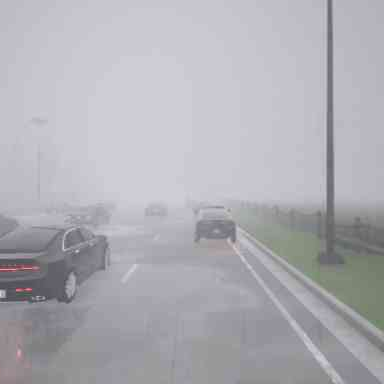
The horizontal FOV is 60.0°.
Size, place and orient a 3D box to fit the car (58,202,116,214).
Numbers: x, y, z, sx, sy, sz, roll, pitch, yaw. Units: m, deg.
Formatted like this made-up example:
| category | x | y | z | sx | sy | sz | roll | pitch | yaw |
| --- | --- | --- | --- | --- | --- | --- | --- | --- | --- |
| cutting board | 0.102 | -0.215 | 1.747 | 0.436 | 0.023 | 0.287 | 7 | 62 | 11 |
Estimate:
| category | x | y | z | sx | sy | sz | roll | pitch | yaw |
| --- | --- | --- | --- | --- | --- | --- | --- | --- | --- |
| car | -6.927 | 1.633 | 22.718 | 2.033 | 1.411 | 5.357 | 0 | 0 | 0 |

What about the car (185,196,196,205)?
| category | x | y | z | sx | sy | sz | roll | pitch | yaw |
| --- | --- | --- | --- | --- | --- | --- | --- | --- | --- |
| car | -0.252 | 1.598 | 64.774 | 2.097 | 1.767 | 4.553 | 0 | 0 | 0 |

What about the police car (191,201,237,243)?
| category | x | y | z | sx | sy | sz | roll | pitch | yaw |
| --- | --- | --- | --- | --- | --- | --- | --- | --- | --- |
| police car | 1.047 | 1.489 | 16.751 | 1.930 | 1.638 | 5.238 | 0 | 0 | 0 |

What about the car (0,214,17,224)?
| category | x | y | z | sx | sy | sz | roll | pitch | yaw |
| --- | --- | --- | --- | --- | --- | --- | --- | --- | --- |
| car | -10.414 | 1.626 | 16.527 | 1.994 | 1.385 | 4.181 | 0 | 0 | 0 |

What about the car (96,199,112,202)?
| category | x | y | z | sx | sy | sz | roll | pitch | yaw |
| --- | --- | --- | --- | --- | --- | --- | --- | --- | --- |
| car | -10.522 | 1.628 | 40.299 | 1.882 | 1.535 | 5.008 | 0 | 0 | 0 |

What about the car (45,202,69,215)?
| category | x | y | z | sx | sy | sz | roll | pitch | yaw |
| --- | --- | --- | --- | --- | --- | --- | --- | --- | --- |
| car | -14.002 | 1.735 | 35.938 | 1.895 | 1.301 | 4.718 | 0 | 0 | 0 |

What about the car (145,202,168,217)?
| category | x | y | z | sx | sy | sz | roll | pitch | yaw |
| --- | --- | --- | --- | --- | --- | --- | --- | --- | --- |
| car | -3.485 | 1.689 | 33.255 | 1.994 | 1.385 | 4.181 | 0 | 0 | 0 |

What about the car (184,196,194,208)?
| category | x | y | z | sx | sy | sz | roll | pitch | yaw |
| --- | --- | --- | --- | --- | --- | --- | --- | --- | --- |
| car | -0.178 | 1.757 | 51.338 | 1.994 | 1.385 | 4.181 | 0 | 0 | 1 |

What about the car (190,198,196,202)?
| category | x | y | z | sx | sy | sz | roll | pitch | yaw |
| --- | --- | --- | --- | --- | --- | --- | --- | --- | --- |
| car | 0.966 | 1.649 | 32.673 | 1.812 | 1.442 | 4.674 | 0 | 0 | 0 |

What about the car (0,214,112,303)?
| category | x | y | z | sx | sy | sz | roll | pitch | yaw |
| --- | --- | --- | --- | --- | --- | --- | --- | --- | --- |
| car | -3.401 | 1.537 | 8.261 | 1.837 | 1.490 | 4.892 | 0 | 0 | 0 |

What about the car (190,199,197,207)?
| category | x | y | z | sx | sy | sz | roll | pitch | yaw |
| --- | --- | --- | --- | --- | --- | --- | --- | --- | --- |
| car | 0.997 | 1.606 | 26.674 | 1.837 | 1.490 | 4.892 | 0 | 0 | 0 |
